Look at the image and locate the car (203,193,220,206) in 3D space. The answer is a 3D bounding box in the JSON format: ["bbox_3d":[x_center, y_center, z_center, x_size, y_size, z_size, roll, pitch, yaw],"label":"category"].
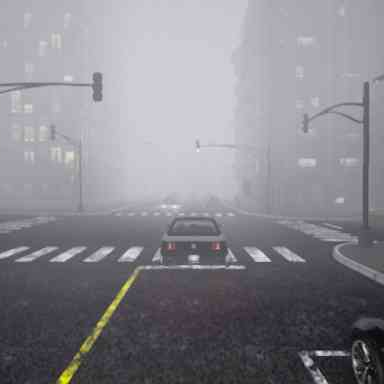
[{"bbox_3d":[2.767,1.103,44.119,1.802,1.307,4.206,0,1,0],"label":"car"}]

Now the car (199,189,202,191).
[{"bbox_3d":[2.745,0.622,90.925,1.802,1.307,4.206,0,1,0],"label":"car"}]

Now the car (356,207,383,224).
[{"bbox_3d":[14.657,1.562,24.433,4.829,1.417,1.752,1,-1,0],"label":"car"}]

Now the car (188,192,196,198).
[{"bbox_3d":[0.047,0.611,76.749,1.895,1.301,4.718,0,1,0],"label":"car"}]

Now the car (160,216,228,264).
[{"bbox_3d":[0.070,1.475,11.261,1.895,1.301,4.718,0,1,0],"label":"car"}]

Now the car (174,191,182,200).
[{"bbox_3d":[-2.982,0.666,64.010,2.097,1.767,4.553,0,1,0],"label":"car"}]

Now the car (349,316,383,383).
[{"bbox_3d":[2.692,1.541,2.098,1.947,1.339,4.313,0,1,0],"label":"car"}]

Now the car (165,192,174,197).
[{"bbox_3d":[-5.639,0.648,85.281,2.008,1.369,4.403,0,1,0],"label":"car"}]

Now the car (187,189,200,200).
[{"bbox_3d":[0.039,0.767,66.302,1.882,1.535,5.008,0,1,0],"label":"car"}]

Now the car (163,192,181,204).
[{"bbox_3d":[-3.058,1.083,47.837,1.895,1.301,4.718,0,1,0],"label":"car"}]

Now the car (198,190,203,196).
[{"bbox_3d":[2.729,0.878,62.683,2.008,1.369,4.403,0,1,0],"label":"car"}]

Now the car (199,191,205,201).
[{"bbox_3d":[2.725,0.937,57.036,2.008,1.369,4.403,0,1,0],"label":"car"}]
